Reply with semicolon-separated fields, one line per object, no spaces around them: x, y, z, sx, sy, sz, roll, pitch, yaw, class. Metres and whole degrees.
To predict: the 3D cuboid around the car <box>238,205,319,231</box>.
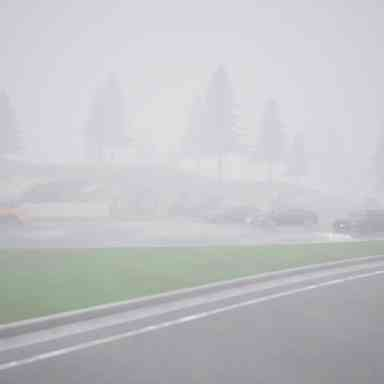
5.815;1.620;21.422;4.902;1.511;2.128;0;0;-19;car

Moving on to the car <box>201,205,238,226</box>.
3.403;1.675;24.266;5.357;1.411;2.033;0;0;-17;car

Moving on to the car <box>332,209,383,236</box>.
10.246;1.707;19.287;4.181;1.385;1.994;0;0;-20;car

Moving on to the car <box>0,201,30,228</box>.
-13.260;1.378;21.844;4.553;1.767;2.097;0;0;-7;car
